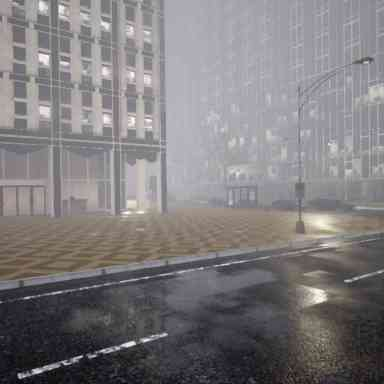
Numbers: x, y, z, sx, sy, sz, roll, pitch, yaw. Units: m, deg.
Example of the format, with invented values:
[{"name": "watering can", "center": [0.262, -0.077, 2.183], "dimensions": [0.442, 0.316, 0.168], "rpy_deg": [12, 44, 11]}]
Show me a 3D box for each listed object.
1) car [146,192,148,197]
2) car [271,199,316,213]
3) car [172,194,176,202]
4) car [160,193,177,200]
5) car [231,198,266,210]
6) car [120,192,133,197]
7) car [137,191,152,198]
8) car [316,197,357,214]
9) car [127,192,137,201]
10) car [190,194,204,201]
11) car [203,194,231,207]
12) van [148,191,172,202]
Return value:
[{"name": "car", "center": [-8.426, 0.615, 77.193], "dimensions": [2.192, 1.841, 5.009], "rpy_deg": [0, 1, -34]}, {"name": "car", "center": [10.287, 1.424, 34.894], "dimensions": [1.947, 1.339, 4.313], "rpy_deg": [0, 1, -34]}, {"name": "car", "center": [-5.145, 0.843, 62.341], "dimensions": [2.150, 2.045, 5.566], "rpy_deg": [-1, 1, -34]}, {"name": "car", "center": [-5.210, 0.936, 72.511], "dimensions": [1.802, 1.307, 4.206], "rpy_deg": [0, 1, -34]}, {"name": "car", "center": [7.085, 1.388, 39.592], "dimensions": [1.802, 1.307, 4.206], "rpy_deg": [0, 1, -34]}, {"name": "car", "center": [-18.075, 0.689, 91.254], "dimensions": [2.008, 1.369, 4.403], "rpy_deg": [0, 1, -34]}, {"name": "car", "center": [-11.643, 0.686, 81.881], "dimensions": [1.967, 1.590, 4.097], "rpy_deg": [0, 1, -34]}, {"name": "car", "center": [14.217, 1.346, 33.963], "dimensions": [1.837, 1.490, 4.892], "rpy_deg": [-1, 1, -34]}, {"name": "car", "center": [-12.120, 1.040, 67.770], "dimensions": [2.008, 1.369, 4.403], "rpy_deg": [0, 1, -34]}, {"name": "car", "center": [1.223, 1.044, 63.138], "dimensions": [1.802, 1.307, 4.206], "rpy_deg": [0, 1, -34]}, {"name": "car", "center": [3.917, 1.320, 44.311], "dimensions": [1.947, 1.339, 4.313], "rpy_deg": [0, 1, -34]}, {"name": "van", "center": [-5.687, 0.937, 58.395], "dimensions": [1.690, 1.788, 3.998], "rpy_deg": [0, 1, -34]}]
